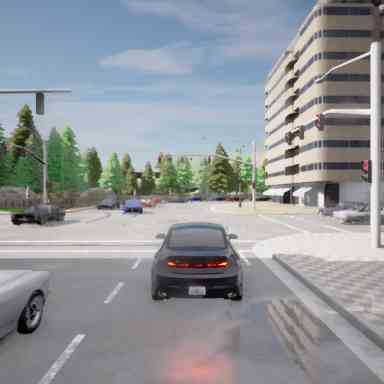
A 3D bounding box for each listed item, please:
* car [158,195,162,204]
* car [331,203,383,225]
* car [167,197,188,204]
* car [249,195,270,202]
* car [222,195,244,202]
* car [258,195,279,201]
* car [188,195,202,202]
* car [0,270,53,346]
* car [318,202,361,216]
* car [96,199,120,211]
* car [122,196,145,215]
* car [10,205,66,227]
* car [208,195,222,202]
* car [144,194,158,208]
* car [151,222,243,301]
[{"bbox_3d":[-7.450,1.351,61.908,2.097,1.767,4.553,0,0,21],"label":"car"},{"bbox_3d":[12.836,1.656,23.763,4.718,1.301,1.895,0,0,0],"label":"car"},{"bbox_3d":[-3.042,1.564,63.532,1.994,1.385,4.181,0,0,25],"label":"car"},{"bbox_3d":[15.227,1.595,74.763,4.718,1.301,1.895,0,0,-33],"label":"car"},{"bbox_3d":[9.753,1.477,75.037,5.008,1.535,1.882,0,0,-41],"label":"car"},{"bbox_3d":[18.554,1.500,80.548,4.892,1.490,1.837,0,0,-22],"label":"car"},{"bbox_3d":[0.229,1.477,75.389,1.882,1.535,5.008,0,0,38],"label":"car"},{"bbox_3d":[-3.424,1.601,3.805,1.895,1.301,4.718,0,0,0],"label":"car"},{"bbox_3d":[14.619,1.603,30.987,5.357,1.411,2.033,0,0,0],"label":"car"},{"bbox_3d":[-10.434,1.547,41.919,2.033,1.411,5.357,0,0,2],"label":"car"},{"bbox_3d":[-6.225,1.494,34.819,1.882,1.535,5.008,0,1,-10],"label":"car"},{"bbox_3d":[-10.546,1.621,23.134,1.895,1.301,4.718,0,0,0],"label":"car"},{"bbox_3d":[5.755,1.472,76.136,5.008,1.535,1.882,0,0,-44],"label":"car"},{"bbox_3d":[-6.630,1.351,47.515,2.097,1.767,4.553,0,0,4],"label":"car"},{"bbox_3d":[0.121,1.505,8.324,1.837,1.490,4.892,0,0,1],"label":"car"}]
